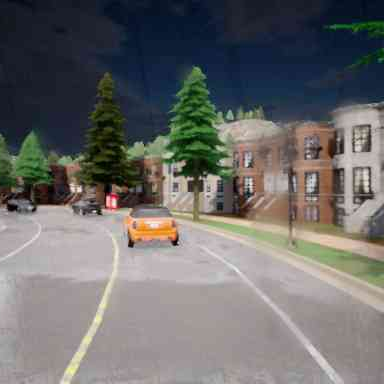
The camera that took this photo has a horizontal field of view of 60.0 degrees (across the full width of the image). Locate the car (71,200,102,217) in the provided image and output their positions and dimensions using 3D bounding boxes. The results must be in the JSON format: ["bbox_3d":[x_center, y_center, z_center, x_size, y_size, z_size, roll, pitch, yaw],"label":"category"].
[{"bbox_3d":[-10.338,1.543,32.385,1.837,1.490,4.892,0,0,-36],"label":"car"}]

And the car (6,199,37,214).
[{"bbox_3d":[-18.485,1.554,36.057,4.902,1.511,2.128,0,0,43],"label":"car"}]

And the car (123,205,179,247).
[{"bbox_3d":[-2.026,1.362,15.353,2.097,1.767,4.553,0,0,-14],"label":"car"}]
